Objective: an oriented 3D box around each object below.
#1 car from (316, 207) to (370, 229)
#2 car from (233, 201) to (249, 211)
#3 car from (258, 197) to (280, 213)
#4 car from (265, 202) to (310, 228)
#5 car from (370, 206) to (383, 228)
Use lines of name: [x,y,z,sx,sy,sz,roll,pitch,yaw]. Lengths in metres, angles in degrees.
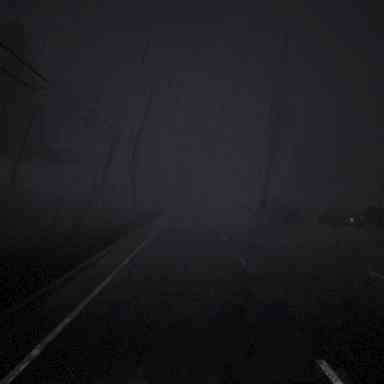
car: [10.602,1.832,24.057,1.994,1.385,4.181,0,-1,0]
car: [7.104,2.067,48.723,1.812,1.442,4.674,0,0,0]
car: [10.606,1.729,45.519,2.150,2.045,5.566,0,0,0]
car: [7.102,1.753,24.708,1.882,1.535,5.008,0,-1,0]
car: [14.102,1.755,24.971,1.882,1.535,5.008,0,-1,0]
